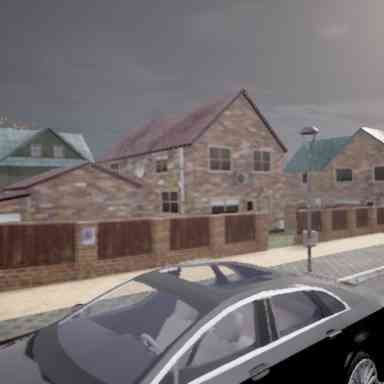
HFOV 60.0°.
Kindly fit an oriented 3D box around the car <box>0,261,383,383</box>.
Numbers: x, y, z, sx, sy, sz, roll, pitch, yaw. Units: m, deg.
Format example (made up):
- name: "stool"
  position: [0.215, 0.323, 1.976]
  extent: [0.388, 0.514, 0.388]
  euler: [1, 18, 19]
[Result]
- name: "car"
  position: [-0.013, 1.519, 3.069]
  extent: [4.902, 1.511, 2.128]
  euler: [0, -1, -37]
